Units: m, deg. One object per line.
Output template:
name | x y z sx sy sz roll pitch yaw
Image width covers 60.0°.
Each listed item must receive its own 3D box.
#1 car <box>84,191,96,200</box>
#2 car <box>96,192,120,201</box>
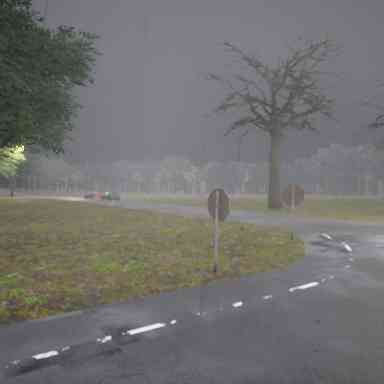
car | -18.005 0.640 60.230 1.882 1.535 5.008 2 -1 -36
car | -13.237 0.689 53.677 2.128 1.511 4.902 2 -1 -35
